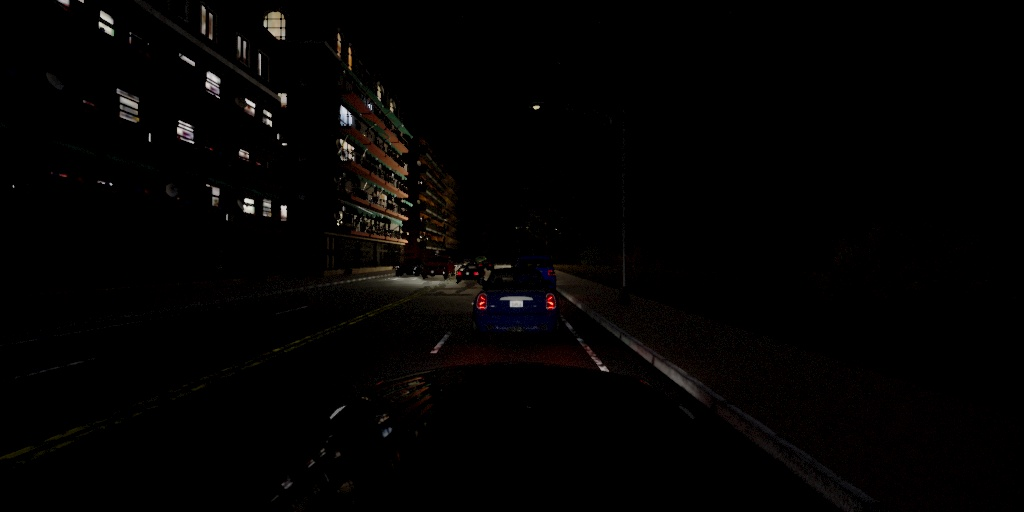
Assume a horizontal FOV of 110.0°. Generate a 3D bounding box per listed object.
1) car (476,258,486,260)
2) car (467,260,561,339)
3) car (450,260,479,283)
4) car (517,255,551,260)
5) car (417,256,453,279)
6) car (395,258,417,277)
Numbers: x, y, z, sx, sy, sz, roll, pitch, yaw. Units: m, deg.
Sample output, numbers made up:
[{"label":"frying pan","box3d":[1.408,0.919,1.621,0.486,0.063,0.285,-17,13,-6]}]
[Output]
[{"label":"car","box3d":[-3.147,1.279,45.048,1.812,1.442,4.674,0,0,1]},{"label":"car","box3d":[0.099,1.104,10.241,2.097,1.767,4.553,0,0,0]},{"label":"car","box3d":[-3.146,1.301,27.906,2.033,1.411,5.357,0,0,0]},{"label":"car","box3d":[1.139,0.978,19.816,2.150,2.045,5.566,0,0,0]},{"label":"car","box3d":[-6.598,0.975,32.471,2.150,2.045,5.566,0,0,0]},{"label":"car","box3d":[-9.848,1.106,35.171,2.097,1.767,4.553,0,0,0]}]
